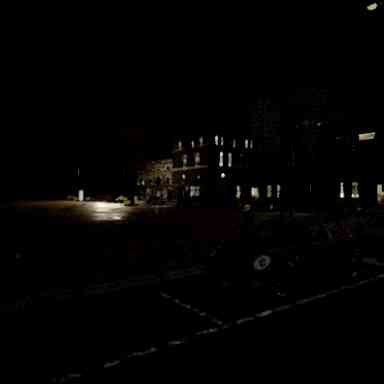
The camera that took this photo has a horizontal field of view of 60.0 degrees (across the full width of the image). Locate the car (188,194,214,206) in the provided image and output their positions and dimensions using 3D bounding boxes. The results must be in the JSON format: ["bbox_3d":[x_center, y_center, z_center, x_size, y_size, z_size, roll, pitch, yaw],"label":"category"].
[{"bbox_3d":[2.051,1.294,53.742,2.192,1.841,5.009,0,0,-35],"label":"car"}]

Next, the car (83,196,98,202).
[{"bbox_3d":[-23.868,1.650,76.298,1.947,1.339,4.313,0,0,-35],"label":"car"}]

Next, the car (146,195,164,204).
[{"bbox_3d":[-7.499,1.497,67.382,1.967,1.590,4.097,0,0,-35],"label":"car"}]

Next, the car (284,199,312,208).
[{"bbox_3d":[12.176,1.463,39.205,1.947,1.339,4.313,0,0,-35],"label":"car"}]

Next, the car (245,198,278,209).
[{"bbox_3d":[9.055,1.504,43.709,1.802,1.307,4.206,0,0,-35],"label":"car"}]

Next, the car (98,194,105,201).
[{"bbox_3d":[-23.303,1.503,90.199,2.192,1.841,5.009,0,0,-35],"label":"car"}]

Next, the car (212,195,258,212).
[{"bbox_3d":[4.471,1.290,35.156,1.967,1.590,4.097,0,0,-35],"label":"car"}]

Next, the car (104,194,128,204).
[{"bbox_3d":[-14.290,1.530,62.468,1.752,1.417,4.829,0,0,-35],"label":"car"}]

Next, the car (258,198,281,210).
[{"bbox_3d":[6.863,1.357,36.487,2.128,1.511,4.902,0,0,-35],"label":"car"}]

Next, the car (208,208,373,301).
[{"bbox_3d":[2.332,1.386,8.167,4.097,1.590,1.967,-1,1,-35],"label":"car"}]

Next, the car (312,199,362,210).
[{"bbox_3d":[15.297,1.423,34.698,2.008,1.369,4.403,0,0,-35],"label":"car"}]

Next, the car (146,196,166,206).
[{"bbox_3d":[-6.093,1.497,55.309,1.812,1.442,4.674,0,-1,-34],"label":"car"}]

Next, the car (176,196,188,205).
[{"bbox_3d":[-1.137,1.445,58.286,1.967,1.590,4.097,0,0,-35],"label":"car"}]

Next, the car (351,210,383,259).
[{"bbox_3d":[6.928,1.444,11.446,4.507,1.381,1.887,-1,1,-35],"label":"car"}]

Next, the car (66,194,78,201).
[{"bbox_3d":[-30.094,1.662,85.285,1.752,1.417,4.829,0,0,-35],"label":"car"}]
